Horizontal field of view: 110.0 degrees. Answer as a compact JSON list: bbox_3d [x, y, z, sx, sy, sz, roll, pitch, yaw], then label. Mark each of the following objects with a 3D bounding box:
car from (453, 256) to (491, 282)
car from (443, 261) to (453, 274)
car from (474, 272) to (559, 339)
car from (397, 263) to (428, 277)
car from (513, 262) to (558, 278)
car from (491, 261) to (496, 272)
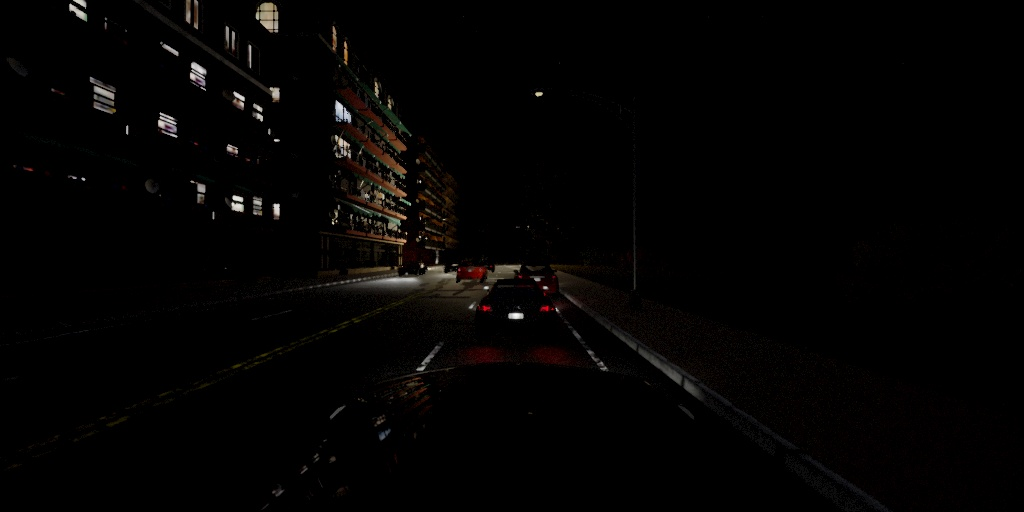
[{"bbox_3d":[-3.108,1.105,28.598,2.097,1.767,4.553,0,0,0],"label":"car"},{"bbox_3d":[-6.538,1.259,40.805,1.837,1.490,4.892,0,0,0],"label":"car"},{"bbox_3d":[0.108,1.316,10.051,1.994,1.385,4.181,0,0,1],"label":"car"},{"bbox_3d":[-9.796,1.355,35.546,1.895,1.301,4.718,0,0,0],"label":"car"},{"bbox_3d":[1.164,1.104,18.630,2.097,1.767,4.553,0,0,0],"label":"car"},{"bbox_3d":[-3.078,1.301,44.980,2.033,1.411,5.357,0,0,0],"label":"car"}]
